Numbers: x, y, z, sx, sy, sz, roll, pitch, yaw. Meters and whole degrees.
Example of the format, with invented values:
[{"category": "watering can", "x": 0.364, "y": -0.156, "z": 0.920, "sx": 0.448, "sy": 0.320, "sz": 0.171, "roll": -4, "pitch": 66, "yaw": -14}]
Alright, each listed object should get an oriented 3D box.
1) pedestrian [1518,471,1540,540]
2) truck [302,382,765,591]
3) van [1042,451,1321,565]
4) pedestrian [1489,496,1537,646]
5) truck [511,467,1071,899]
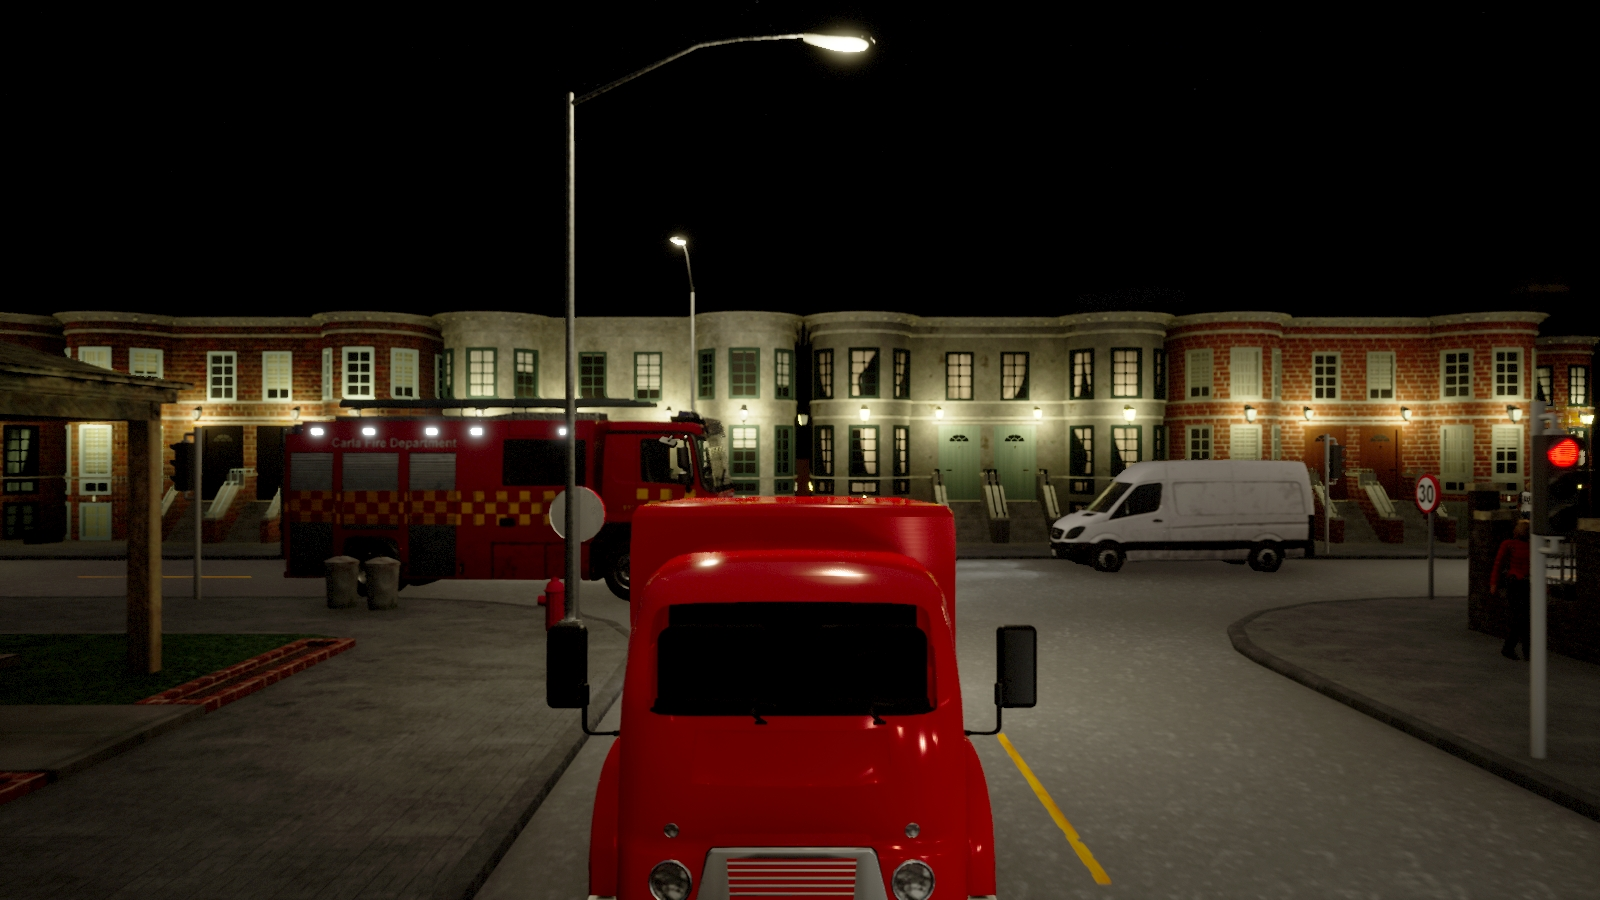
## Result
[{"category": "pedestrian", "x": 20.063, "y": 1.525, "z": 31.461, "sx": 0.375, "sy": 1.860, "sz": 0.375, "roll": 0, "pitch": 0, "yaw": -26}, {"category": "truck", "x": -5.053, "y": 0.671, "z": 22.653, "sx": 8.468, "sy": 3.827, "sz": 2.891, "roll": 0, "pitch": 0, "yaw": 4}, {"category": "van", "x": 8.901, "y": 1.315, "z": 26.964, "sx": 5.915, "sy": 2.561, "sz": 1.988, "roll": 0, "pitch": 0, "yaw": -2}, {"category": "pedestrian", "x": 9.004, "y": 1.516, "z": 14.432, "sx": 0.375, "sy": 1.860, "sz": 0.375, "roll": 0, "pitch": 0, "yaw": 2}, {"category": "truck", "x": -0.050, "y": 1.363, "z": 7.969, "sx": 2.627, "sy": 2.467, "sz": 5.204, "roll": 0, "pitch": -1, "yaw": 0}]
